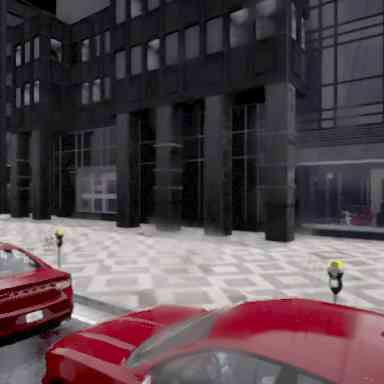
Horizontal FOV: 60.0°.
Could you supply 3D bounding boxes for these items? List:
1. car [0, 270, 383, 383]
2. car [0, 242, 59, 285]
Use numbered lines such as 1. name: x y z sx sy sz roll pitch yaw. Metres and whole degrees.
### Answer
1. car: 0.653 1.543 2.497 4.507 1.381 1.887 0 0 35
2. car: -3.935 1.534 5.770 4.507 1.381 1.887 0 0 35
